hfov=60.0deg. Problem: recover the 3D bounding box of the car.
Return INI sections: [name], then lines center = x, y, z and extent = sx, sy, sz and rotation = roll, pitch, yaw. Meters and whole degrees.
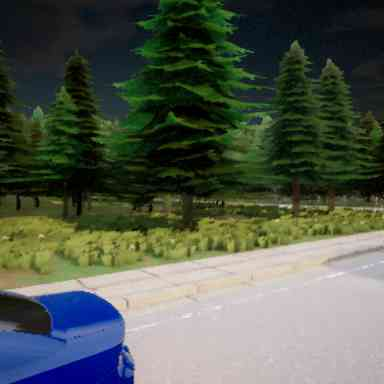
[car]
center = -2.814, 1.490, 1.982
extent = 5.008, 1.535, 1.882
rotation = -1, 1, -35
